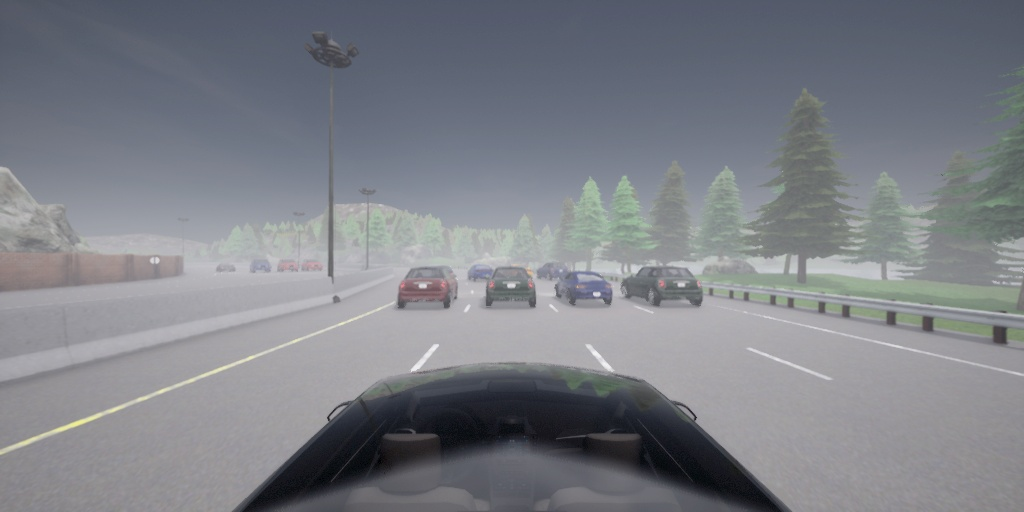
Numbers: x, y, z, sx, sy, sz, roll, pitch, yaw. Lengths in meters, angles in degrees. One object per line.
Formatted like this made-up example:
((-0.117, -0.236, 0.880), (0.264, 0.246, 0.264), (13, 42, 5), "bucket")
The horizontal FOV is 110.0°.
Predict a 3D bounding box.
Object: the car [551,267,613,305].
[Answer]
((3.306, 1.418, 16.971), (1.812, 1.442, 4.674), (0, 0, -4), "car")

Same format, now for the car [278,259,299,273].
((-34.419, 1.475, 55.109), (2.150, 2.045, 5.566), (1, -1, -41), "car")

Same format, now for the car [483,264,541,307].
((-0.159, 1.238, 16.447), (2.097, 1.767, 4.553), (0, -1, -4), "car")

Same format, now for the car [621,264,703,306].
((6.829, 1.241, 16.858), (2.097, 1.767, 4.553), (0, -1, -4), "car")

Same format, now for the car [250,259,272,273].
((-36.787, 1.446, 52.492), (2.150, 2.045, 5.566), (1, -1, -41), "car")

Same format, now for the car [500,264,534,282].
((0.409, 1.532, 34.243), (1.882, 1.535, 5.008), (0, 0, -16), "car")

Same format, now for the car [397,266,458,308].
((-3.653, 1.236, 16.242), (2.097, 1.767, 4.553), (0, -1, -4), "car")

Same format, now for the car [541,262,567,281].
((3.904, 1.409, 34.768), (2.097, 1.767, 4.553), (0, -1, -15), "car")

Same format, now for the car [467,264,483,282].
((-2.973, 1.524, 33.343), (1.882, 1.535, 5.008), (0, 0, -16), "car")
